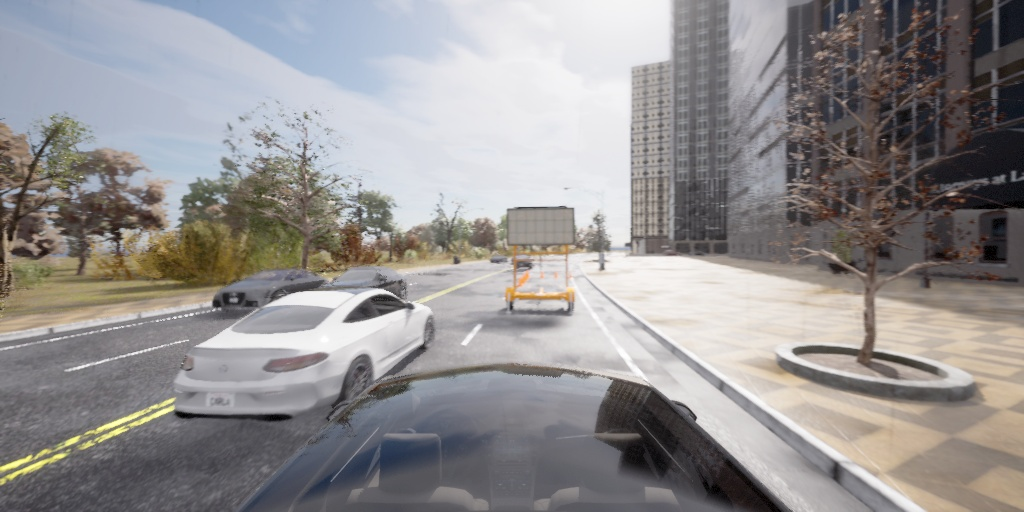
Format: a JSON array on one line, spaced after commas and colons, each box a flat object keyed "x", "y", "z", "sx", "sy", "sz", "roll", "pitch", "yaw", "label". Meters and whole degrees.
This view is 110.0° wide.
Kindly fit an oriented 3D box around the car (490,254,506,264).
[{"x": -2.036, "y": 0.448, "z": 55.462, "sx": 1.994, "sy": 1.385, "sz": 4.181, "roll": 0, "pitch": 1, "yaw": 13, "label": "car"}]

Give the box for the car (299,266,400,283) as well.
[{"x": -5.443, "y": 1.124, "z": 13.450, "sx": 1.812, "sy": 1.442, "sz": 4.674, "roll": 0, "pitch": 1, "yaw": 6, "label": "car"}]

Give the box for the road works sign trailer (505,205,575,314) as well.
[{"x": 1.038, "y": 0.026, "z": 12.821, "sx": 2.380, "sy": 3.560, "sz": 2.880, "roll": 0, "pitch": 0, "yaw": 7, "label": "road works sign trailer"}]

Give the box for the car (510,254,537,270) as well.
[{"x": 1.380, "y": 0.670, "z": 38.235, "sx": 1.812, "sy": 1.442, "sz": 4.674, "roll": 0, "pitch": 1, "yaw": 10, "label": "car"}]

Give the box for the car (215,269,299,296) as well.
[{"x": -8.712, "y": 1.186, "z": 13.461, "sx": 1.994, "sy": 1.385, "sz": 4.181, "roll": 0, "pitch": 1, "yaw": 6, "label": "car"}]

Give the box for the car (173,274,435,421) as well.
[{"x": -2.711, "y": 1.228, "z": 5.858, "sx": 1.812, "sy": 1.442, "sz": 4.674, "roll": 0, "pitch": 1, "yaw": 5, "label": "car"}]
